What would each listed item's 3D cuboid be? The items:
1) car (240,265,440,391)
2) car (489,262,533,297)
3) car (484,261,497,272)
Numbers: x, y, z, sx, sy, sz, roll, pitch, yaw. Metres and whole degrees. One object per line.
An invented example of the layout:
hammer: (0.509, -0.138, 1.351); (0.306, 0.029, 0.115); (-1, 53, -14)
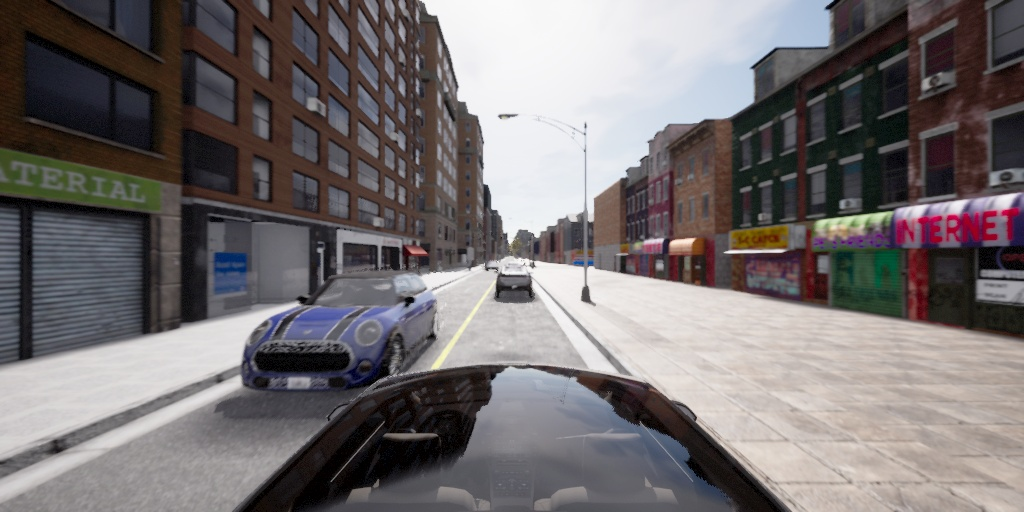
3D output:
car: (-2.847, 1.103, 7.036); (2.097, 1.767, 4.553); (0, 0, 0)
car: (0.112, 1.257, 19.138); (2.128, 1.511, 4.902); (0, 0, 0)
car: (-2.722, 1.379, 49.511); (2.033, 1.411, 5.357); (0, 0, 0)
